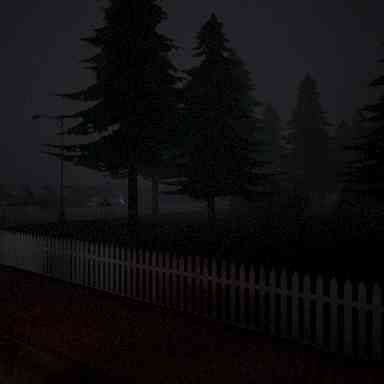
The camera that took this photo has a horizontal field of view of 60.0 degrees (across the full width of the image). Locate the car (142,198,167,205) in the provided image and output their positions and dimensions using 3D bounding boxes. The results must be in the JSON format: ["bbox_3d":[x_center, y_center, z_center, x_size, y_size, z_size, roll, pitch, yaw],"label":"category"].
[{"bbox_3d":[-6.213,1.495,54.993,2.128,1.511,4.902,0,0,35],"label":"car"}]

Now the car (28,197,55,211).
[{"bbox_3d":[-18.051,1.356,37.660,2.097,1.767,4.553,0,0,34],"label":"car"}]

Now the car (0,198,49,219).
[{"bbox_3d":[-15.297,1.529,28.906,1.812,1.442,4.674,0,0,34],"label":"car"}]

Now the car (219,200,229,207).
[{"bbox_3d":[4.279,1.224,51.478,2.150,2.045,5.566,0,0,34],"label":"car"}]

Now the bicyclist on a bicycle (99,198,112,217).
[{"bbox_3d":[-7.199,1.305,27.863,1.656,1.620,0.582,0,0,34],"label":"bicyclist on a bicycle"}]

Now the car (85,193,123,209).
[{"bbox_3d":[-12.134,1.226,46.357,2.150,2.045,5.566,0,0,34],"label":"car"}]
